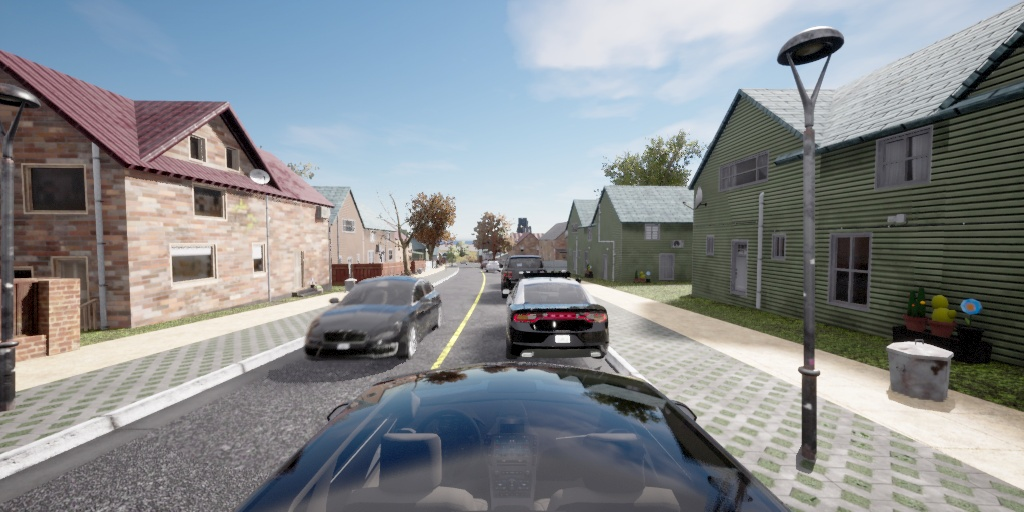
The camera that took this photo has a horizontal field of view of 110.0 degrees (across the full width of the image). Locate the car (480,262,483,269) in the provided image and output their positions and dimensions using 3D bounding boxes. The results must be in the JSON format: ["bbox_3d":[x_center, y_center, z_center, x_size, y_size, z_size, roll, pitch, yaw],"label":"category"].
[{"bbox_3d":[-4.390,1.508,61.472,1.812,1.442,4.674,0,0,-9],"label":"car"}]

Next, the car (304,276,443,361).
[{"bbox_3d":[-2.840,1.256,8.394,1.837,1.490,4.892,0,0,-1],"label":"car"}]

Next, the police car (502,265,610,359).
[{"bbox_3d":[0.803,1.174,8.534,1.930,1.638,5.238,0,0,-1],"label":"police car"}]

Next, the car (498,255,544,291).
[{"bbox_3d":[0.529,0.987,18.515,2.150,2.045,5.566,0,0,-2],"label":"car"}]

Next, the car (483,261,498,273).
[{"bbox_3d":[-2.516,1.410,47.592,1.812,1.442,4.674,0,0,-6],"label":"car"}]
